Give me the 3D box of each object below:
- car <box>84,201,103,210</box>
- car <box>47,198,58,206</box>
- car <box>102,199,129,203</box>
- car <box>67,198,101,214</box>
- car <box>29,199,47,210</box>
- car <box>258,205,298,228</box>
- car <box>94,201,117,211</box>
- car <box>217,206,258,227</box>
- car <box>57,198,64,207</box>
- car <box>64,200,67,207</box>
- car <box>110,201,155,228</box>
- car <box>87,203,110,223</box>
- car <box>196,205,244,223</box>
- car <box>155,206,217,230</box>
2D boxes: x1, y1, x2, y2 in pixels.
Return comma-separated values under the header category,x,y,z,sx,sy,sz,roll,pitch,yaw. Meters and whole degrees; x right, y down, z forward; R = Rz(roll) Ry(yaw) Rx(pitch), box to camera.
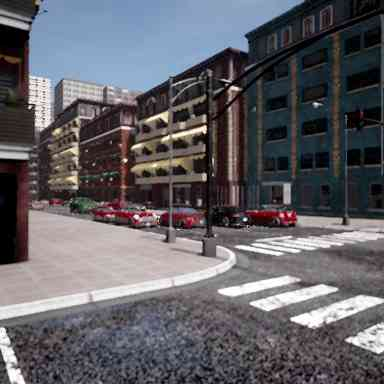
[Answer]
category,x,y,z,sx,sy,sz,roll,pitch,yaw
car,-16.671,2.266,56.075,1.802,1.307,4.206,-1,0,-35
car,-32.524,2.335,78.847,2.192,1.841,5.009,-1,0,-35
car,-10.336,1.863,46.968,2.192,1.841,5.009,-1,0,-35
car,-13.963,1.742,42.764,2.150,2.045,5.566,0,-1,-34
car,-26.299,2.175,56.111,1.967,1.590,4.097,-1,0,-35
car,5.522,1.646,24.202,1.967,1.590,4.097,-1,0,-35
car,-13.502,2.167,51.521,2.008,1.369,4.403,-1,0,-35
car,2.301,1.753,24.546,1.812,1.442,4.674,0,-1,-35
car,-26.181,2.437,69.737,2.008,1.369,4.403,-1,0,-35
car,-23.011,2.384,65.183,1.947,1.339,4.313,-1,0,-35
car,-4.110,1.698,24.232,1.967,1.590,4.097,-1,0,-35
car,-7.278,1.908,28.785,1.802,1.307,4.206,-1,0,-35
car,2.351,1.856,28.754,1.802,1.307,4.206,-1,0,-35
car,-0.523,1.793,23.412,1.994,1.385,4.181,0,-1,-35
